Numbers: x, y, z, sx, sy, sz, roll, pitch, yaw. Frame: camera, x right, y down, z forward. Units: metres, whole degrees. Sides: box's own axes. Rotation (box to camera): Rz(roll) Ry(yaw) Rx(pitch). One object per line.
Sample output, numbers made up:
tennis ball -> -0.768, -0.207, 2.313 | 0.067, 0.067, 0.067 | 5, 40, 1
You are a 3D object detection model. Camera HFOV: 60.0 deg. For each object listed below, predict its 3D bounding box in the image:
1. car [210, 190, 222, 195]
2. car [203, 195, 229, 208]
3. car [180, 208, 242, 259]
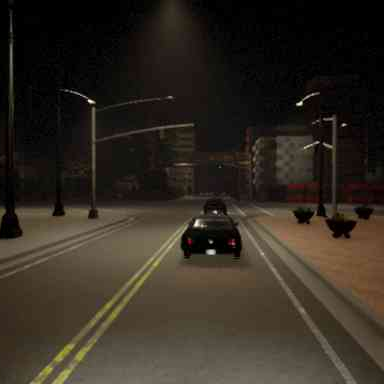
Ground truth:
car -> 6.372, 0.546, 86.067 | 2.033, 1.411, 5.357 | 0, 1, 4
car -> 1.956, 1.259, 27.733 | 1.837, 1.490, 4.892 | 0, 1, 5
car -> 0.762, 1.485, 12.146 | 1.895, 1.301, 4.718 | 0, 1, 5
